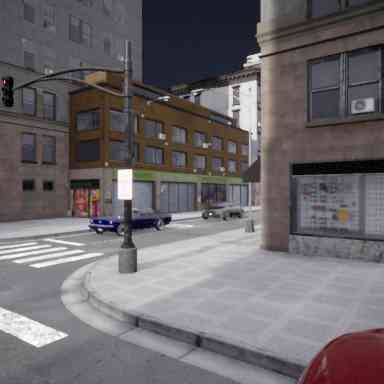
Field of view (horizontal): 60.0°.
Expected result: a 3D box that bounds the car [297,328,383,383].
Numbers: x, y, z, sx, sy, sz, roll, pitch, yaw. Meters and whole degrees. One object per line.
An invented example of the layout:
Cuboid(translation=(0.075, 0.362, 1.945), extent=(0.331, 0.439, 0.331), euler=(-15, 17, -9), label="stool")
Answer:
Cuboid(translation=(2.732, 1.315, 0.876), extent=(5.009, 1.841, 2.192), euler=(0, 0, 35), label="car")

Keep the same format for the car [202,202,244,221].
Cuboid(translation=(2.514, 1.456, 26.370), extent=(1.994, 1.385, 4.181), euler=(0, 0, 35), label="car")

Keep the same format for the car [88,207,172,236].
Cuboid(translation=(-3.257, 1.535, 18.172), extent=(1.895, 1.301, 4.718), euler=(0, 0, 35), label="car")
